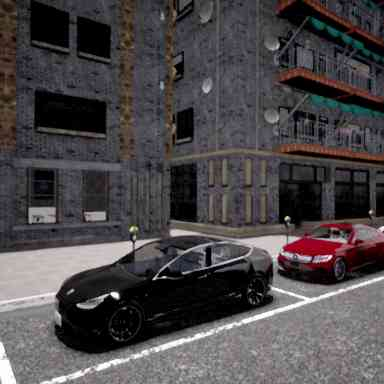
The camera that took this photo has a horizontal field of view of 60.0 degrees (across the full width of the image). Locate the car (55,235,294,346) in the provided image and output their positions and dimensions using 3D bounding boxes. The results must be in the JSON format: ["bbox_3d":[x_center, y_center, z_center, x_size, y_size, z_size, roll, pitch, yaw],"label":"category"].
[{"bbox_3d":[-0.280,1.566,6.368,4.313,1.339,1.947,0,0,-36],"label":"car"}]

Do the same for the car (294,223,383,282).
[{"bbox_3d":[4.316,1.583,9.675,4.206,1.307,1.802,0,0,-36],"label":"car"}]
